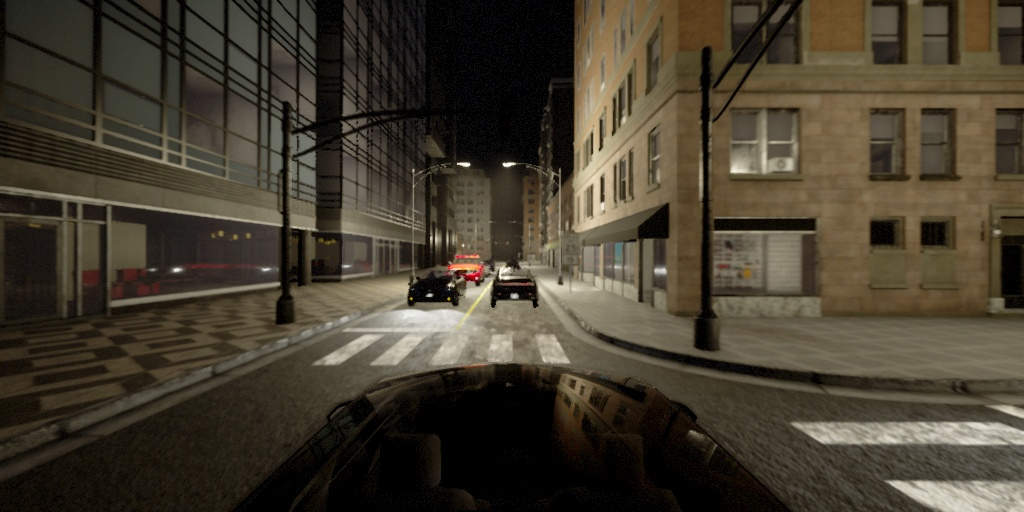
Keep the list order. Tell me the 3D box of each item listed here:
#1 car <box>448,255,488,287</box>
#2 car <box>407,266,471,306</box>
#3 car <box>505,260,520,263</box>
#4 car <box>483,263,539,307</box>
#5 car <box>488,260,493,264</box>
[{"bbox_3d":[-3.103,0.945,24.946,2.150,2.045,5.566,0,0,0],"label":"car"},{"bbox_3d":[-3.104,1.298,15.527,1.994,1.385,4.181,0,0,0],"label":"car"},{"bbox_3d":[0.074,1.233,46.504,1.812,1.442,4.674,0,0,0],"label":"car"},{"bbox_3d":[0.094,1.232,15.370,2.128,1.511,4.902,0,0,0],"label":"car"},{"bbox_3d":[-3.113,1.238,34.841,1.812,1.442,4.674,0,0,0],"label":"car"}]
